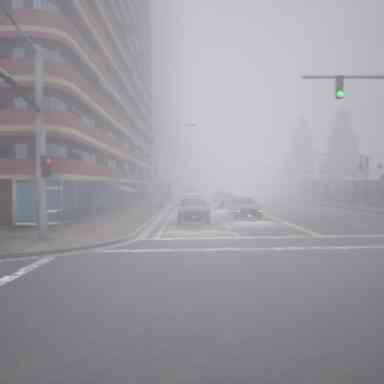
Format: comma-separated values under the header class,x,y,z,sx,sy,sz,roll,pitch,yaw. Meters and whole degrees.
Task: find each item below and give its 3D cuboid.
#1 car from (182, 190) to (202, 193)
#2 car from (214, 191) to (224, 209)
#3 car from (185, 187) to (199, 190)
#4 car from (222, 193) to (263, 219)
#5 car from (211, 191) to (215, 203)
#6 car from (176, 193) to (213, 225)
class,x,y,z,sx,sy,sz,roll,pitch,yaw
car,0.031,0.881,31.018,1.882,1.535,5.008,-1,1,0
car,3.524,0.842,32.887,1.812,1.442,4.674,-1,1,0
car,-0.018,0.425,41.606,2.150,2.045,5.566,-1,1,0
car,3.563,1.044,23.344,2.033,1.411,5.357,-1,1,0
car,3.490,0.626,43.196,1.837,1.490,4.892,-1,1,0
car,0.072,1.076,20.681,1.882,1.535,5.008,-1,1,0
